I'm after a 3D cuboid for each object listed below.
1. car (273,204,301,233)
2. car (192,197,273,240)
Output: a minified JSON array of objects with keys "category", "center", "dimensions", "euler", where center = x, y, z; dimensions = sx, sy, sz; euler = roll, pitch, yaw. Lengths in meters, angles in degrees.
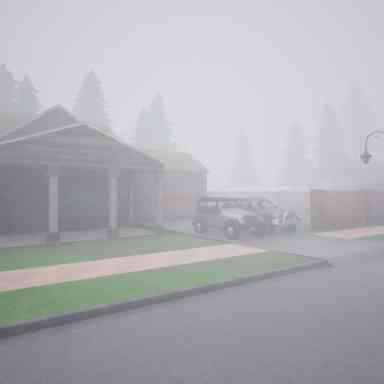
[{"category":"car","center":[3.460,1.182,17.860],"dimensions":[1.932,1.855,4.605],"euler":[0,0,-36]},{"category":"car","center":[1.650,1.183,16.072],"dimensions":[1.905,1.878,3.866],"euler":[0,0,-36]}]
